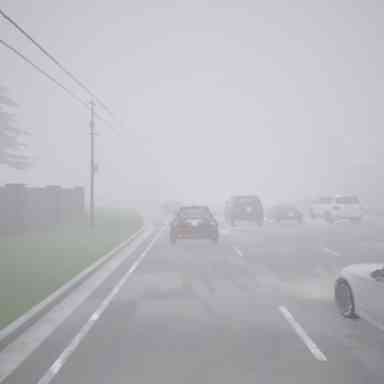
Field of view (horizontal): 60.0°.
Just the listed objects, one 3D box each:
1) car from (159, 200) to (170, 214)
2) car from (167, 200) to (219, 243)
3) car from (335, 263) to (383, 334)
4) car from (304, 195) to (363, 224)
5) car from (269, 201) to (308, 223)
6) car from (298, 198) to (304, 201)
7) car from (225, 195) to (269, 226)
[{"bbox_3d":[-2.144,1.573,35.668,2.033,1.411,5.357,0,0,-17],"label":"car"},{"bbox_3d":[0.103,1.366,16.136,2.097,1.767,4.553,0,0,0],"label":"car"},{"bbox_3d":[3.601,1.529,4.369,1.812,1.442,4.674,0,0,0],"label":"car"},{"bbox_3d":[10.606,1.241,24.966,2.150,2.045,5.566,0,0,0],"label":"car"},{"bbox_3d":[7.106,1.584,25.927,1.994,1.385,4.181,0,0,0],"label":"car"},{"bbox_3d":[14.109,1.523,41.314,2.128,1.511,4.902,0,0,0],"label":"car"},{"bbox_3d":[3.606,1.238,23.674,2.150,2.045,5.566,0,0,0],"label":"car"}]
